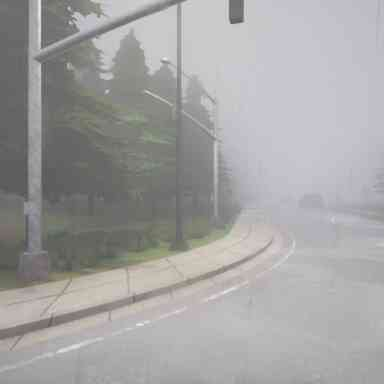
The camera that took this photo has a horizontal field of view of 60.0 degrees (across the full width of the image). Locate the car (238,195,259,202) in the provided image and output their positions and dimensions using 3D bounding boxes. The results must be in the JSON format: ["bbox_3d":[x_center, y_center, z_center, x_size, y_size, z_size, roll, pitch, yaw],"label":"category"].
[{"bbox_3d":[13.137,1.527,77.511,4.892,1.490,1.837,0,0,1],"label":"car"}]

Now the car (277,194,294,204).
[{"bbox_3d":[17.781,1.352,62.277,2.097,1.767,4.553,0,0,8],"label":"car"}]

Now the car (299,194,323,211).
[{"bbox_3d":[14.796,1.221,41.550,2.150,2.045,5.566,0,0,9],"label":"car"}]
